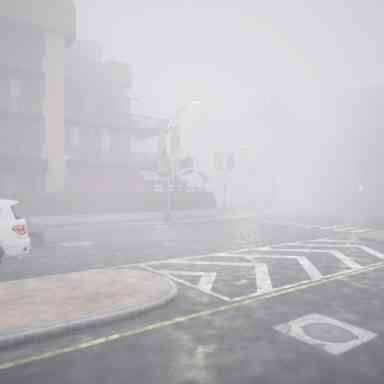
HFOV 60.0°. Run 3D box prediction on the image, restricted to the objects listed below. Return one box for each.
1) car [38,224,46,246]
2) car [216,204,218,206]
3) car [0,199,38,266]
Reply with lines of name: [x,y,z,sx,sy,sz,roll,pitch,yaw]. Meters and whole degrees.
car: [-7.819,1.564,12.549,4.181,1.385,1.994,0,0,-36]
car: [1.530,1.547,49.358,2.033,1.411,5.357,0,0,-35]
car: [-7.294,1.221,8.624,5.566,2.045,2.150,0,0,-35]
